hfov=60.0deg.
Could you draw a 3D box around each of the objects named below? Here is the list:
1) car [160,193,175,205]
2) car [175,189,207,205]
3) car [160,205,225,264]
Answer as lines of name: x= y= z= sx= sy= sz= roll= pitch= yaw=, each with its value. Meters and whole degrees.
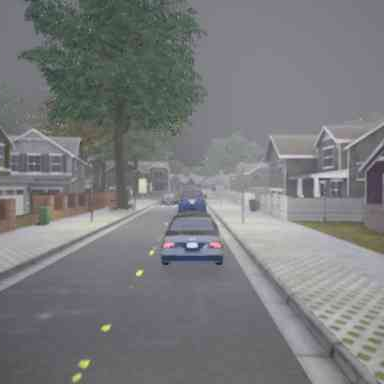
car: x=-2.788 y=0.867 z=41.348 sx=1.812 sy=1.442 sz=4.674 roll=0 pitch=1 yaw=0
car: x=0.037 y=0.798 z=27.034 sx=2.150 sy=2.045 sz=5.566 roll=0 pitch=1 yaw=1
car: x=0.022 y=1.379 z=11.066 sx=2.033 sy=1.411 sz=5.357 roll=0 pitch=1 yaw=0
